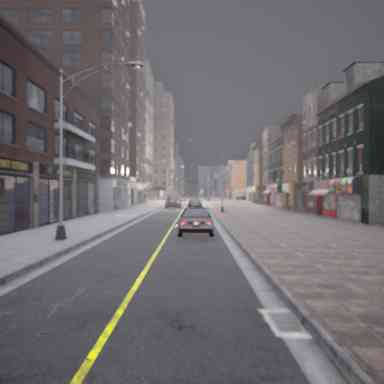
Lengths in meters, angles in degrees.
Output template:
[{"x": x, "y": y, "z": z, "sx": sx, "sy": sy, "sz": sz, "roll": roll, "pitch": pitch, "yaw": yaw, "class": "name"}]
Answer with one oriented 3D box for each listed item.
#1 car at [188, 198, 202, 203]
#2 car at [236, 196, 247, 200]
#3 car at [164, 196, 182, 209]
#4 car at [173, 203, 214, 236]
[{"x": 0.367, "y": 1.522, "z": 45.478, "sx": 1.994, "sy": 1.385, "sz": 4.181, "roll": 0, "pitch": 0, "yaw": 0, "class": "car"}, {"x": 13.742, "y": 1.635, "z": 87.772, "sx": 4.313, "sy": 1.339, "sz": 1.947, "roll": 1, "pitch": -1, "yaw": 0, "class": "car"}, {"x": -2.488, "y": 1.305, "z": 44.621, "sx": 2.097, "sy": 1.767, "sz": 4.553, "roll": 0, "pitch": 0, "yaw": 0, "class": "car"}, {"x": 0.204, "y": 1.531, "z": 18.175, "sx": 2.033, "sy": 1.411, "sz": 5.357, "roll": 0, "pitch": 0, "yaw": 0, "class": "car"}]
